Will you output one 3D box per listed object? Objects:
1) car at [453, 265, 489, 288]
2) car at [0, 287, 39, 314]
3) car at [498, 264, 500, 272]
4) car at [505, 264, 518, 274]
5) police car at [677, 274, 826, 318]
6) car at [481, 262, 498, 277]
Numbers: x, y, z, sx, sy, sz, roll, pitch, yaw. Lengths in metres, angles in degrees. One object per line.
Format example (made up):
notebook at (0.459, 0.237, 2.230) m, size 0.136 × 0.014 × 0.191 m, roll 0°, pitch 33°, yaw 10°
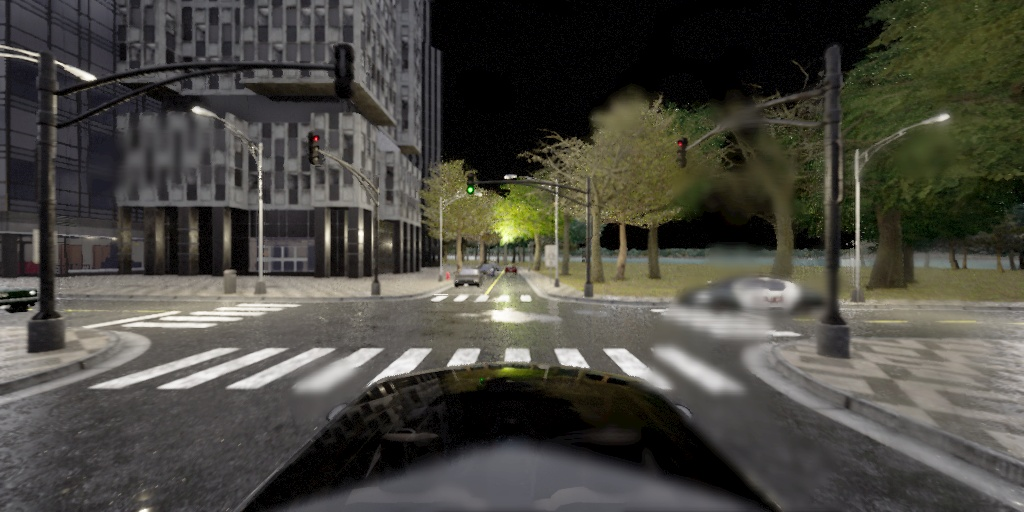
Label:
car at (-3.141, 1.633, 27.160) m, size 2.033 × 1.411 × 5.357 m, roll 0°, pitch -1°, yaw 0°
car at (-18.216, 1.279, 11.314) m, size 4.718 × 1.301 × 1.895 m, roll 1°, pitch 0°, yaw 0°
car at (-3.156, 1.798, 61.116) m, size 2.097 × 1.767 × 4.553 m, roll 0°, pitch -1°, yaw 0°
car at (-0.132, 2.036, 56.084) m, size 1.882 × 1.535 × 5.008 m, roll 0°, pitch -1°, yaw 0°
police car at (9.293, 1.543, 14.269) m, size 4.974 × 1.542 × 2.038 m, roll 1°, pitch 0°, yaw 0°
car at (-3.171, 1.715, 44.351) m, size 2.097 × 1.767 × 4.553 m, roll 0°, pitch -1°, yaw 0°
